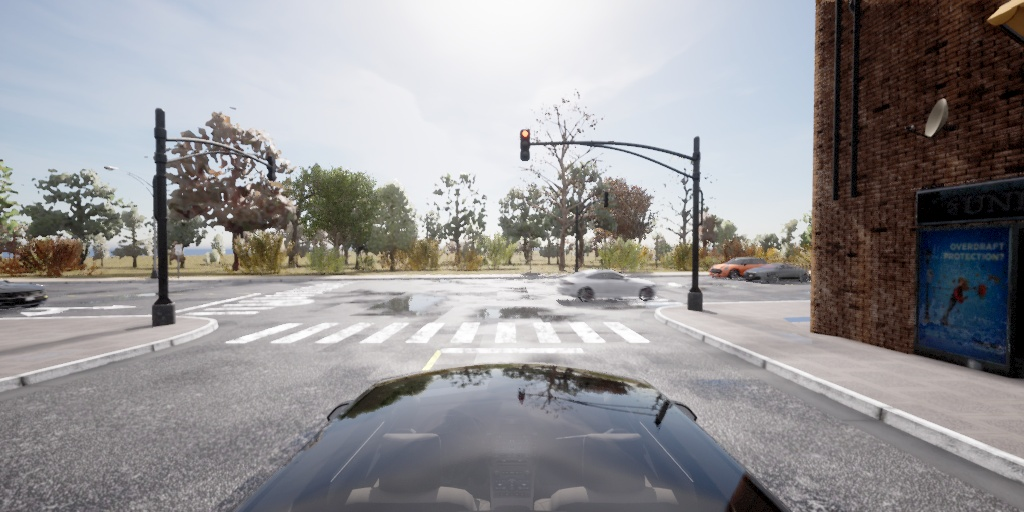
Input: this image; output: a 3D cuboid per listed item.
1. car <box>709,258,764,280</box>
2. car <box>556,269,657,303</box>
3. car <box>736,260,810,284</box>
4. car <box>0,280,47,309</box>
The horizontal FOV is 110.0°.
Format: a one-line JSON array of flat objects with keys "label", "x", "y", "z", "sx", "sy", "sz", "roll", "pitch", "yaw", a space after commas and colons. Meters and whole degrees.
[{"label": "car", "x": 18.416, "y": 0.942, "z": 28.918, "sx": 4.553, "sy": 1.767, "sz": 2.097, "roll": 0, "pitch": 1, "yaw": -9}, {"label": "car", "x": 4.422, "y": 1.346, "z": 16.875, "sx": 4.674, "sy": 1.442, "sz": 1.812, "roll": 0, "pitch": 1, "yaw": -8}, {"label": "car", "x": 18.890, "y": 1.216, "z": 25.708, "sx": 4.181, "sy": 1.385, "sz": 1.994, "roll": 0, "pitch": 1, "yaw": -9}, {"label": "car", "x": -21.093, "y": 1.380, "z": 13.557, "sx": 5.008, "sy": 1.535, "sz": 1.882, "roll": 0, "pitch": 1, "yaw": -7}]
